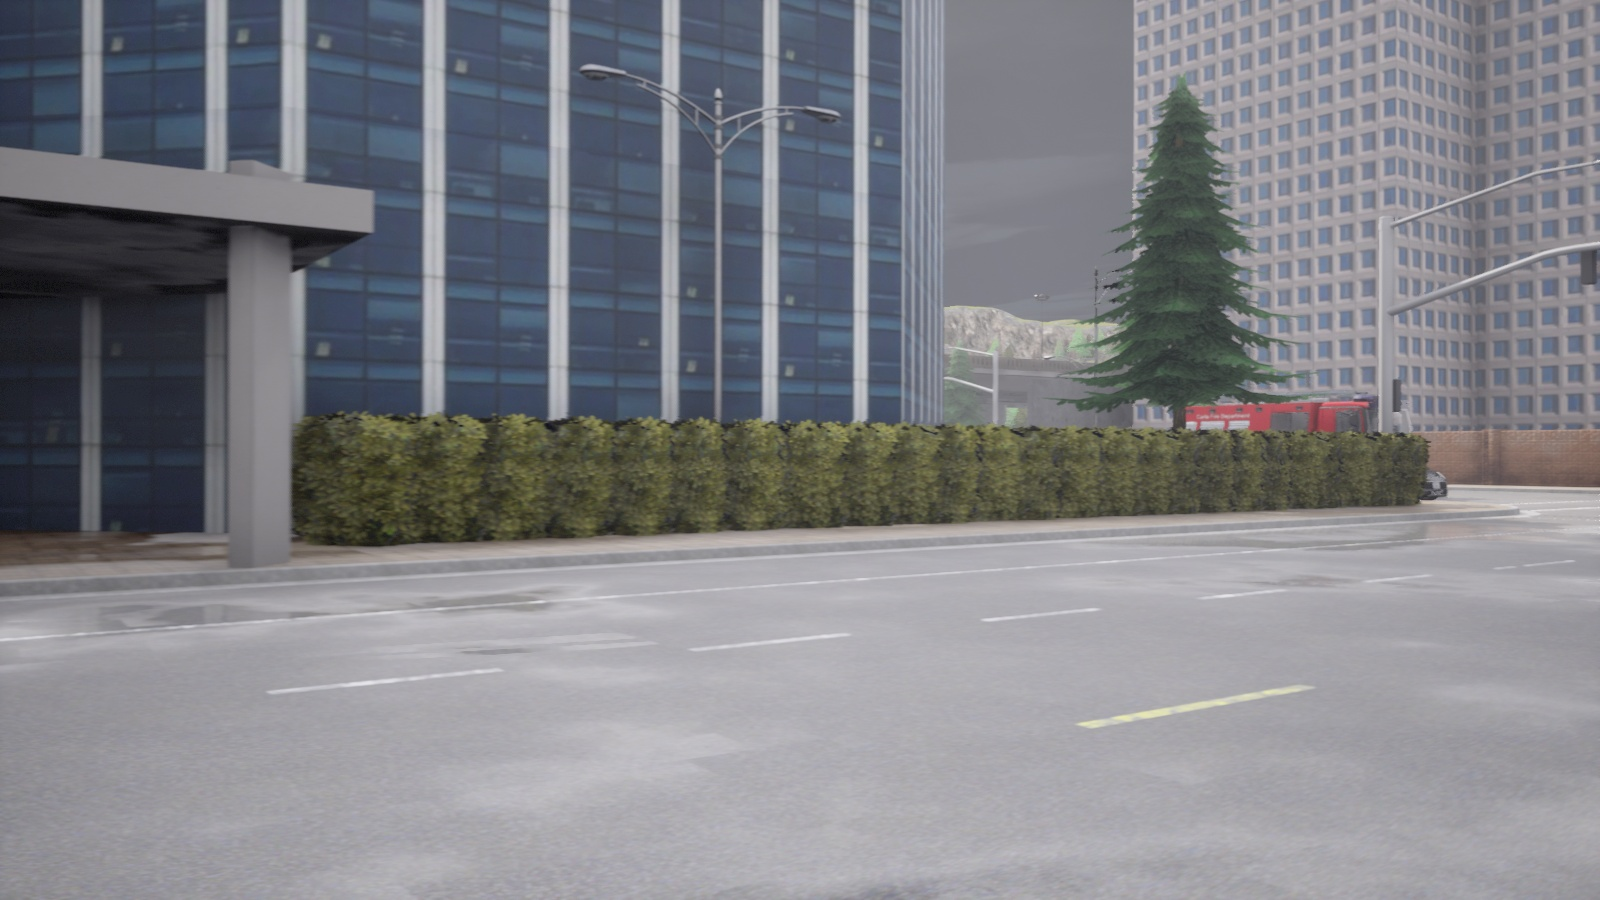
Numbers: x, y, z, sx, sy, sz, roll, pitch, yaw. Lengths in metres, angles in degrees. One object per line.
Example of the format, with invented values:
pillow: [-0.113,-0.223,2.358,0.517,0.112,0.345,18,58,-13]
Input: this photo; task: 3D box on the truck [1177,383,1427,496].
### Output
truck: [18.482,-0.344,46.864,2.891,3.827,8.468,0,0,-34]

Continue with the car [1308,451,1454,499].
car: [18.650,0.770,40.435,1.970,1.475,3.806,0,0,-34]
